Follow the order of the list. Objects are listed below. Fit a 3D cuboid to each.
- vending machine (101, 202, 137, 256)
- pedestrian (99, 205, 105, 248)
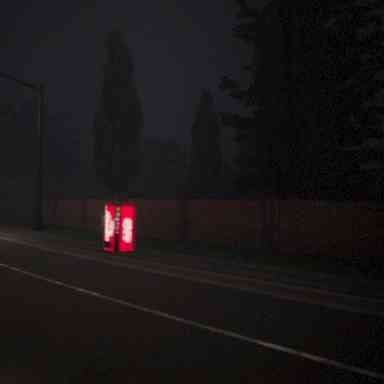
[{"bbox_3d":[-3.034,1.502,13.887,0.880,2.100,1.100,0,-2,42],"label":"vending machine"},{"bbox_3d":[-3.720,1.465,14.446,0.375,1.860,0.375,0,0,42],"label":"pedestrian"}]
